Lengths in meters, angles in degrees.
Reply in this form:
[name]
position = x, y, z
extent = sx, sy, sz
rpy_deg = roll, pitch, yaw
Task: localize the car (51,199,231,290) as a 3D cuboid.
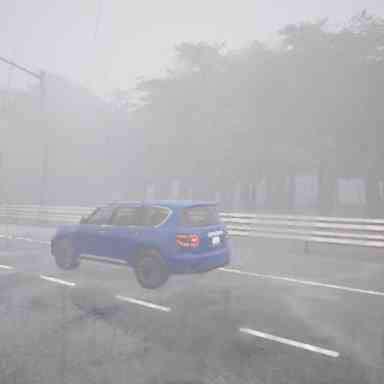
[car]
position = -1.624, 1.229, 9.329
extent = 5.566, 2.045, 2.150
rpy_deg = 0, 0, 36
